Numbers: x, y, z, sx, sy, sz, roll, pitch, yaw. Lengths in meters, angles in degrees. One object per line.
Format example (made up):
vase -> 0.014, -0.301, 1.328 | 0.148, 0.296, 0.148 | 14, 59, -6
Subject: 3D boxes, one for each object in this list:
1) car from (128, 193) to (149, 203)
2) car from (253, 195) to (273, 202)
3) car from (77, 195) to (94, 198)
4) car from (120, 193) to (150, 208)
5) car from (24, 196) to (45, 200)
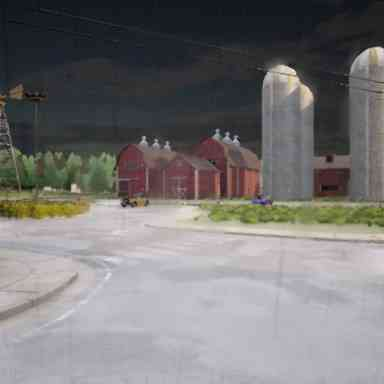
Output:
car -> -10.032, 1.157, 63.088 | 1.905, 1.878, 3.866 | 0, 0, 30
car -> 10.903, 1.325, 50.936 | 2.242, 1.667, 4.611 | 0, 0, 30
car -> -21.977, 1.353, 69.366 | 1.816, 1.474, 4.193 | 0, 0, 30
car -> -7.874, 1.226, 46.509 | 1.932, 1.855, 4.605 | 0, 0, 30
car -> -27.404, 1.437, 57.641 | 1.784, 1.438, 3.905 | 0, 0, 30
